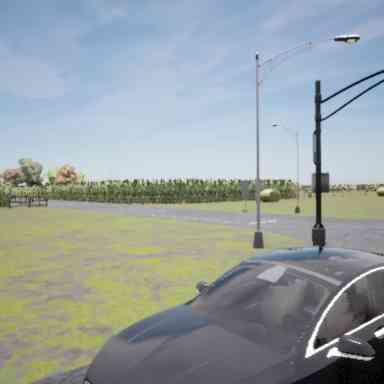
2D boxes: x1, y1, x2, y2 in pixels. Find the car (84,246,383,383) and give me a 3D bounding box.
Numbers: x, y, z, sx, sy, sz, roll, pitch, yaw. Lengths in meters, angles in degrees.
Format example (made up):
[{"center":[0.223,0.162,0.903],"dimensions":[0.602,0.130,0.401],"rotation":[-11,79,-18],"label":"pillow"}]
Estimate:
[{"center":[1.282,1.485,3.778],"dimensions":[4.892,1.490,1.837],"rotation":[-1,1,-35],"label":"car"}]
